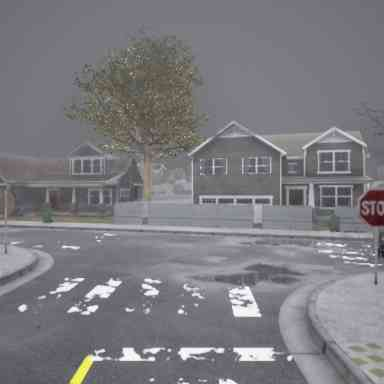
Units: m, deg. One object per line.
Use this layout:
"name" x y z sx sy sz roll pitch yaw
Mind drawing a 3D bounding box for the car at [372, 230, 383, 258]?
"car" 8.108 1.626 10.588 4.181 1.385 1.994 0 0 17
